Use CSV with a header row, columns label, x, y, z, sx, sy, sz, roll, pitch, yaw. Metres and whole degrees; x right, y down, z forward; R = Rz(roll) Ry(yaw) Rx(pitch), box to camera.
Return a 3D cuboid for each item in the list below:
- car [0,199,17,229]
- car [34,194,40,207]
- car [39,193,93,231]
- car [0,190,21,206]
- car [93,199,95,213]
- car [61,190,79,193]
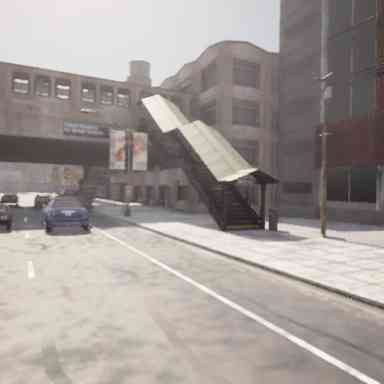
label,x,y,z,sx,sy,sz,roll,pitch,yaw
car,-11.119,1.295,18.696,1.895,1.301,4.718,1,0,-27
car,-18.136,0.938,40.447,2.128,1.511,4.902,1,0,-27
car,-7.236,1.116,18.786,2.097,1.767,4.553,1,0,-27
car,-21.899,0.885,40.143,1.837,1.490,4.892,1,0,-27
car,-11.892,1.185,34.835,1.895,1.301,4.718,1,0,-27
car,-15.277,0.721,41.405,2.435,2.045,5.566,1,0,-27
